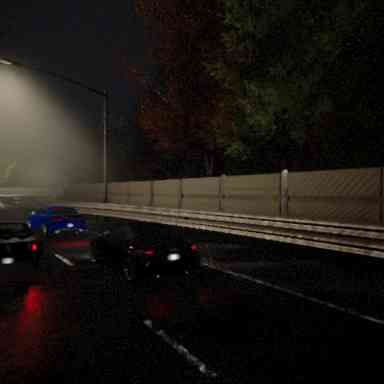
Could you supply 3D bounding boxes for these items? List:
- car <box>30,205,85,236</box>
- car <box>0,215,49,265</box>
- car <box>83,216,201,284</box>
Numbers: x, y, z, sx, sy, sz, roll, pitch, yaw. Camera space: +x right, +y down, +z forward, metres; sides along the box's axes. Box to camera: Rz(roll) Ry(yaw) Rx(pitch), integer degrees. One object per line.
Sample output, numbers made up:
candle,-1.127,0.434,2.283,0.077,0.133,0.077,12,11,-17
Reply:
car,-7.473,1.471,18.140,1.882,1.535,5.008,0,0,-39
car,-6.326,1.590,10.917,1.895,1.301,4.718,0,0,-35
car,-1.545,1.571,9.862,1.994,1.385,4.181,0,0,-33
